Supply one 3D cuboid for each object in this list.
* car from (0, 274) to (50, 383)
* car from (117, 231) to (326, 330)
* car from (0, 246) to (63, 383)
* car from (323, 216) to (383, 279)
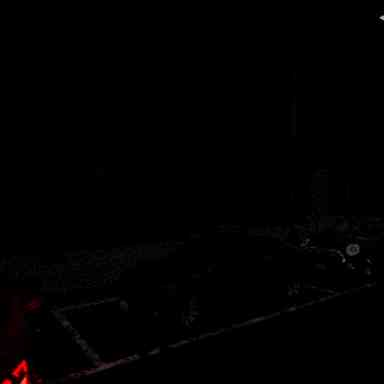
[{"bbox_3d":[-3.431,1.205,0.931,5.566,2.045,2.150,0,0,-35],"label":"car"},{"bbox_3d":[0.614,1.596,6.969,4.313,1.339,1.947,0,0,-35],"label":"car"},{"bbox_3d":[-3.884,1.575,3.761,4.206,1.307,1.802,0,0,-35],"label":"car"},{"bbox_3d":[5.113,1.507,10.177,4.097,1.590,1.967,0,0,-35],"label":"car"}]
